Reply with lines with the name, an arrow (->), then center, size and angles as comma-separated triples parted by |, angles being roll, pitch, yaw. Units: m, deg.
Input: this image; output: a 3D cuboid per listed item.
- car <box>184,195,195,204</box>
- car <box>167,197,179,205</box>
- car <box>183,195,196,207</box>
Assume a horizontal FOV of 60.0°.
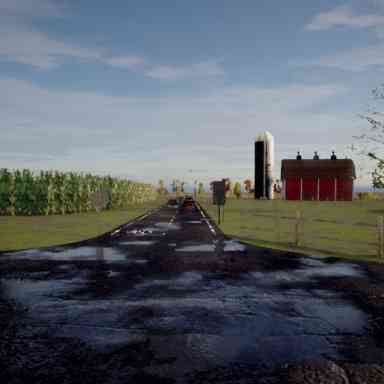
car -> -0.525, 1.391, 63.530 | 2.097, 1.767, 4.553 | 0, 0, -1
car -> -3.225, 1.595, 57.716 | 1.994, 1.385, 4.181 | 0, 0, 0
car -> -0.436, 1.529, 53.124 | 1.837, 1.490, 4.892 | 0, 0, 0
